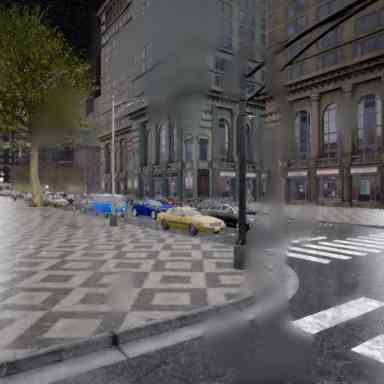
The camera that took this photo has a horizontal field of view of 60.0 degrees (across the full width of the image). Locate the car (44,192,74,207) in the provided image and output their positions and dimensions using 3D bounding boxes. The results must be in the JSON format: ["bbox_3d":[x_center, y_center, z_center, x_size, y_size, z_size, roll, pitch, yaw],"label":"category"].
[{"bbox_3d":[-16.382,1.051,40.753,1.752,1.417,4.829,1,0,-35],"label":"car"}]

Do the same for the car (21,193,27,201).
[{"bbox_3d":[-26.202,0.830,54.656,2.008,1.369,4.403,1,0,-35],"label":"car"}]

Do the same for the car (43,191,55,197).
[{"bbox_3d":[-35.445,0.471,82.518,1.802,1.307,4.206,1,0,-35],"label":"car"}]

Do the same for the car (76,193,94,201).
[{"bbox_3d":[-19.242,0.861,59.579,1.802,1.307,4.206,1,0,-35],"label":"car"}]

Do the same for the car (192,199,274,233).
[{"bbox_3d":[2.385,1.370,18.789,2.128,1.511,4.902,0,1,-36],"label":"car"}]

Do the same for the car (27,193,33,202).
[{"bbox_3d":[-22.961,0.910,50.068,2.008,1.369,4.403,1,0,-35],"label":"car"}]

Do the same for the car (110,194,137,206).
[{"bbox_3d":[-9.520,1.073,45.815,2.008,1.369,4.403,1,0,-35],"label":"car"}]

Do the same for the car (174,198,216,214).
[{"bbox_3d":[0.202,1.315,32.048,1.947,1.339,4.313,1,0,-35],"label":"car"}]

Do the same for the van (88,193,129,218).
[{"bbox_3d":[-6.755,1.091,27.122,1.690,1.788,3.998,1,0,-35],"label":"van"}]

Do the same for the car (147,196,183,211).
[{"bbox_3d":[-3.037,1.224,36.636,1.887,1.381,4.507,1,0,-35],"label":"car"}]

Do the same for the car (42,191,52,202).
[{"bbox_3d":[-19.720,0.992,45.480,2.008,1.369,4.403,1,0,-35],"label":"car"}]

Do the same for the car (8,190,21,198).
[{"bbox_3d":[-35.922,0.483,68.420,1.967,1.590,4.097,1,0,-35],"label":"car"}]

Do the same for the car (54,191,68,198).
[{"bbox_3d":[-28.963,0.587,73.342,1.887,1.381,4.507,1,0,-35],"label":"car"}]

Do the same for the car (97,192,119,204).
[{"bbox_3d":[-12.759,0.881,50.403,1.967,1.590,4.097,1,0,-35],"label":"car"}]

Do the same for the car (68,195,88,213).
[{"bbox_3d":[-9.997,1.230,31.711,2.008,1.369,4.403,1,0,-35],"label":"car"}]

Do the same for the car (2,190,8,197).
[{"bbox_3d":[-42.404,0.330,77.597,1.967,1.590,4.097,1,0,-35],"label":"car"}]

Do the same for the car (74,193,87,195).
[{"bbox_3d":[-14.842,1.013,43.251,1.837,1.490,4.892,0,1,-35],"label":"car"}]

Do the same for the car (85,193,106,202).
[{"bbox_3d":[-16.001,0.910,54.991,2.008,1.369,4.403,1,0,-35],"label":"car"}]

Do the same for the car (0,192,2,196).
[{"bbox_3d":[-45.645,0.254,82.186,1.967,1.590,4.097,1,0,-35],"label":"car"}]

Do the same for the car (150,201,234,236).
[{"bbox_3d":[-0.176,1.398,17.802,1.752,1.417,4.829,1,0,-35],"label":"car"}]

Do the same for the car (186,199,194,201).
[{"bbox_3d":[1.615,1.312,25.415,2.128,1.511,4.902,0,1,-35],"label":"car"}]

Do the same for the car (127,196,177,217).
[{"bbox_3d":[-3.057,1.258,26.485,1.882,1.535,5.008,0,1,-35],"label":"car"}]
